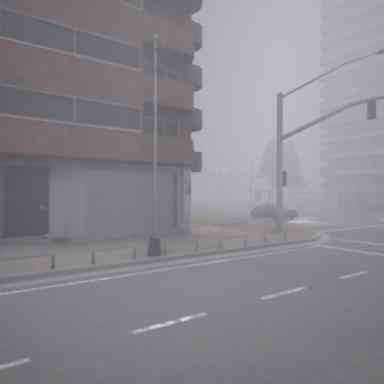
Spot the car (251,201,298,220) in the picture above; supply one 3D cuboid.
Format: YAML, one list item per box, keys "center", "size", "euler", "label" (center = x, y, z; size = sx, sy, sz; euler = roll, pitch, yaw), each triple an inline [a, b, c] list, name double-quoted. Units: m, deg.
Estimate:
- center: [7.140, 1.690, 29.084]
  size: [1.994, 1.385, 4.181]
  euler: [0, 0, -35]
  label: "car"

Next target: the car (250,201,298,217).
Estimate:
- center: [8.233, 1.672, 33.620]
  size: [1.812, 1.442, 4.674]
  euler: [0, 0, -35]
  label: "car"
